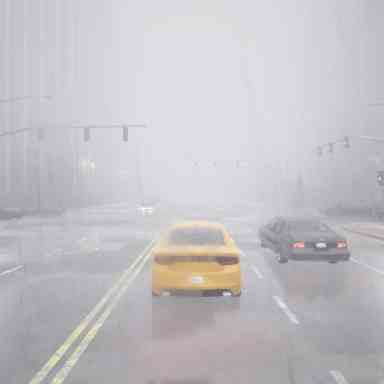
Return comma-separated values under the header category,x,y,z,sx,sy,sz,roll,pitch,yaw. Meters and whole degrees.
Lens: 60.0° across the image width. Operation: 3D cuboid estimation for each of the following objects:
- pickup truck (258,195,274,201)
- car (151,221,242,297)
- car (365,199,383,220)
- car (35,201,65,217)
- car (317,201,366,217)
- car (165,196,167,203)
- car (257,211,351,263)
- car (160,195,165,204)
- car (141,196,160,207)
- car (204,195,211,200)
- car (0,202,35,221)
category,x,y,z,sx,sy,sz,roll,pitch,yaw
pickup truck,17.241,1.059,76.577,2.390,2.098,6.274,0,0,31
car,0.121,1.478,8.636,1.882,1.535,5.008,0,0,1
car,16.549,1.525,25.977,4.674,1.442,1.812,0,0,1
car,-13.943,1.564,30.747,4.181,1.385,1.994,0,0,-8
car,13.773,1.601,29.530,4.718,1.301,1.895,0,0,1
car,-6.422,1.500,71.517,1.837,1.490,4.892,0,0,0
car,3.667,1.547,11.876,2.033,1.411,5.357,0,0,1
car,-6.572,1.477,61.248,1.882,1.535,5.008,0,0,1
car,-6.671,1.491,51.771,2.128,1.511,4.902,0,0,1
car,4.239,1.595,91.187,1.895,1.301,4.718,0,0,0
car,-15.932,1.548,26.571,5.357,1.411,2.033,0,0,1
